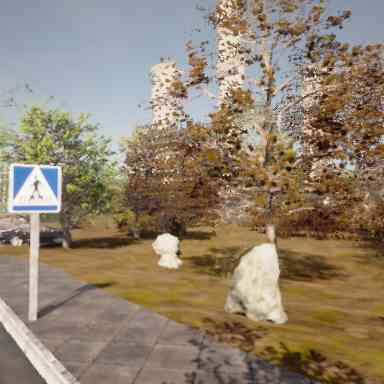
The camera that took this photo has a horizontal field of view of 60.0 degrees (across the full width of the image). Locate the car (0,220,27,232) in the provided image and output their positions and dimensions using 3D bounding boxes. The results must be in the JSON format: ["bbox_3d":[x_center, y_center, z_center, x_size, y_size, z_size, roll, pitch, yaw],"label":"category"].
[{"bbox_3d":[-28.968,5.358,52.883,4.553,1.767,2.185,1,-4,-32],"label":"car"}]

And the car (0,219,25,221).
[{"bbox_3d":[-20.230,4.271,38.737,4.553,1.767,2.185,1,-4,-32],"label":"car"}]

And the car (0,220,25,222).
[{"bbox_3d":[-17.474,4.001,33.977,5.366,1.575,1.946,1,-5,-32],"label":"car"}]

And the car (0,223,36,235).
[{"bbox_3d":[-23.090,4.809,43.424,4.674,1.452,2.002,1,-4,-32],"label":"car"}]

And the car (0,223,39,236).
[{"bbox_3d":[-21.651,4.623,41.084,4.674,1.452,2.002,1,-4,-32],"label":"car"}]

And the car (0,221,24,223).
[{"bbox_3d":[-12.989,3.399,27.060,5.008,1.535,2.097,1,-5,-32],"label":"car"}]

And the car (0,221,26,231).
[{"bbox_3d":[-30.322,5.642,55.120,4.892,1.521,2.231,1,-4,-32],"label":"car"}]

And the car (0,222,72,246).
[{"bbox_3d":[-11.546,3.193,24.722,4.892,1.521,2.231,1,-5,-32],"label":"car"}]

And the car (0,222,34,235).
[{"bbox_3d":[-24.564,4.981,45.750,4.792,1.488,2.163,1,-4,-32],"label":"car"}]

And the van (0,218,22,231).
[{"bbox_3d":[-31.867,5.577,57.418,4.442,1.987,1.878,1,-4,-32],"label":"van"}]

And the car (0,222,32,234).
[{"bbox_3d":[-25.957,5.158,48.118,4.792,1.488,2.163,1,-4,-32],"label":"car"}]
